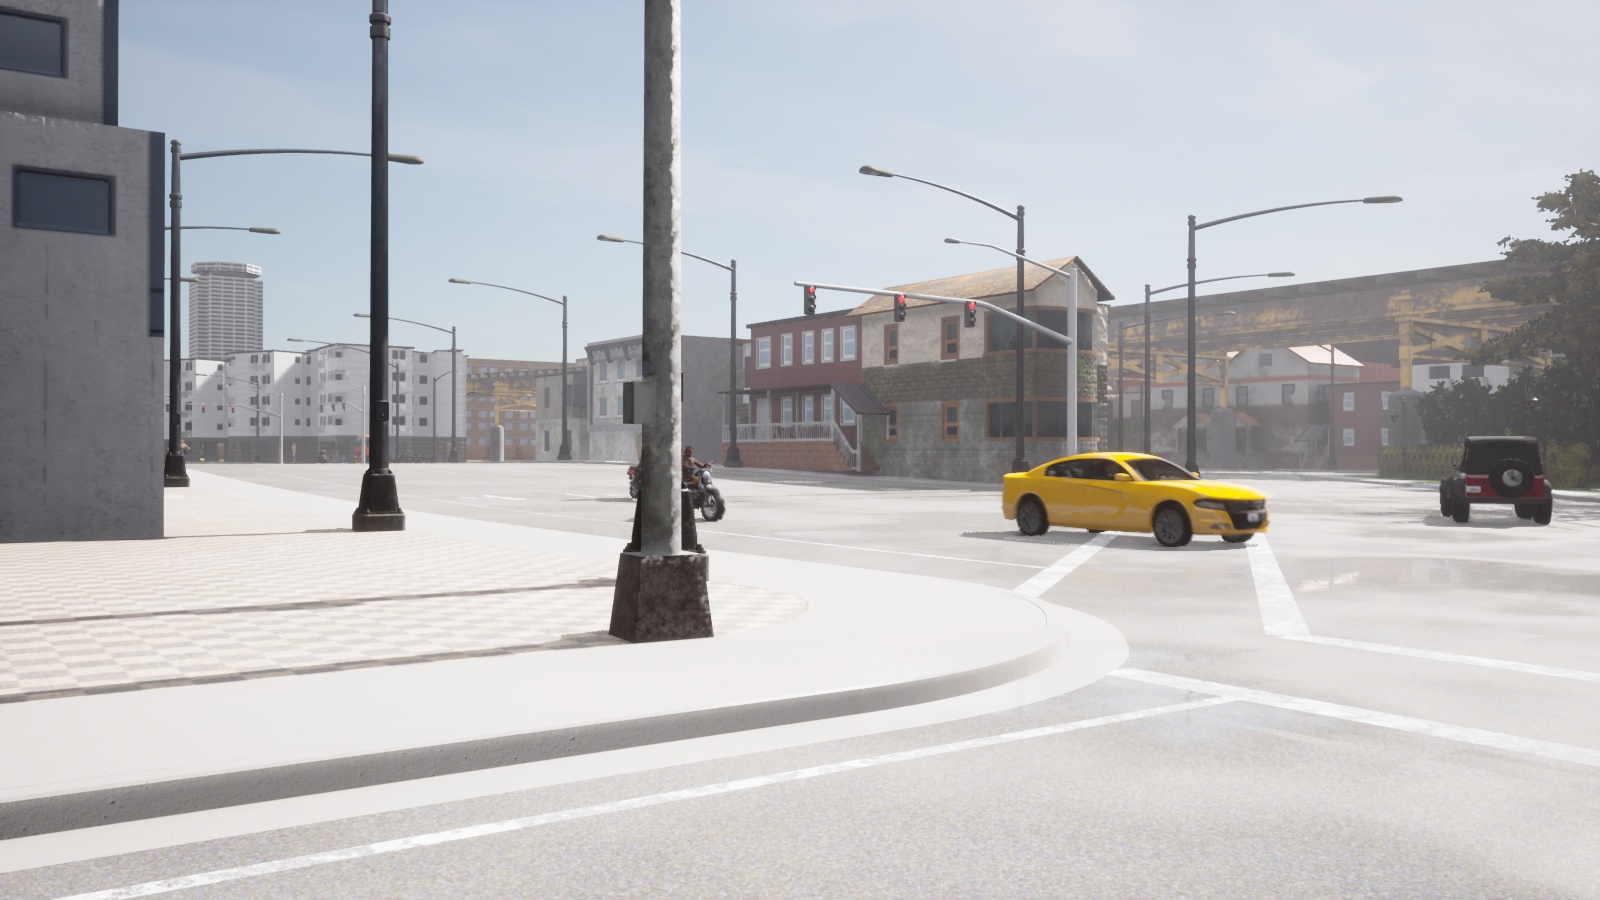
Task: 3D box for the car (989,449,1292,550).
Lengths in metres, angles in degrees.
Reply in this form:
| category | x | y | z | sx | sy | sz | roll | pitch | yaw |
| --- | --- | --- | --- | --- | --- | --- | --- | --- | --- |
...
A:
| category | x | y | z | sx | sy | sz | roll | pitch | yaw |
| --- | --- | --- | --- | --- | --- | --- | --- | --- | --- |
| car | 5.719 | 0.759 | 21.767 | 1.882 | 1.535 | 5.008 | 0 | 0 | -35 |

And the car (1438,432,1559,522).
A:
| category | x | y | z | sx | sy | sz | roll | pitch | yaw |
| --- | --- | --- | --- | --- | --- | --- | --- | --- | --- |
| car | 15.655 | 0.567 | 28.330 | 1.905 | 1.878 | 3.866 | 0 | 0 | 22 |

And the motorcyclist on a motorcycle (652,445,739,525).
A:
| category | x | y | z | sx | sy | sz | roll | pitch | yaw |
| --- | --- | --- | --- | --- | --- | --- | --- | --- | --- |
| motorcyclist on a motorcycle | -2.264 | 0.717 | 26.986 | 0.766 | 1.649 | 2.350 | 0 | 0 | -35 |

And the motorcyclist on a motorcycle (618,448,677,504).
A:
| category | x | y | z | sx | sy | sz | roll | pitch | yaw |
| --- | --- | --- | --- | --- | --- | --- | --- | --- | --- |
| motorcyclist on a motorcycle | -4.377 | 0.719 | 36.031 | 0.797 | 1.523 | 2.044 | 0 | 1 | -35 |
